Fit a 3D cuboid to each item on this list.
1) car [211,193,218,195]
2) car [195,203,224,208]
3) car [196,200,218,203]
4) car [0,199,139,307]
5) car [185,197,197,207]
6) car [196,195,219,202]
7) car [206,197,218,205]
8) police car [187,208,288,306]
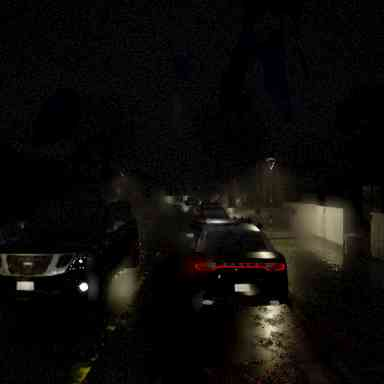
[{"bbox_3d":[6.410,1.336,94.891,2.150,2.045,5.566,0,0,11],"label":"car"},{"bbox_3d":[1.166,1.533,18.090,1.812,1.442,4.674,0,0,2],"label":"car"},{"bbox_3d":[1.423,1.536,24.058,1.812,1.442,4.674,0,0,3],"label":"car"},{"bbox_3d":[-2.752,1.224,8.351,2.150,2.045,5.566,0,0,1],"label":"car"},{"bbox_3d":[0.023,1.533,52.787,2.128,1.511,4.902,0,0,6],"label":"car"},{"bbox_3d":[2.189,1.523,45.906,2.128,1.511,4.902,0,0,6],"label":"car"},{"bbox_3d":[3.757,1.650,61.064,1.895,1.301,4.718,0,0,7],"label":"car"},{"bbox_3d":[0.896,1.427,8.247,1.930,1.638,5.238,0,0,1],"label":"police car"}]
